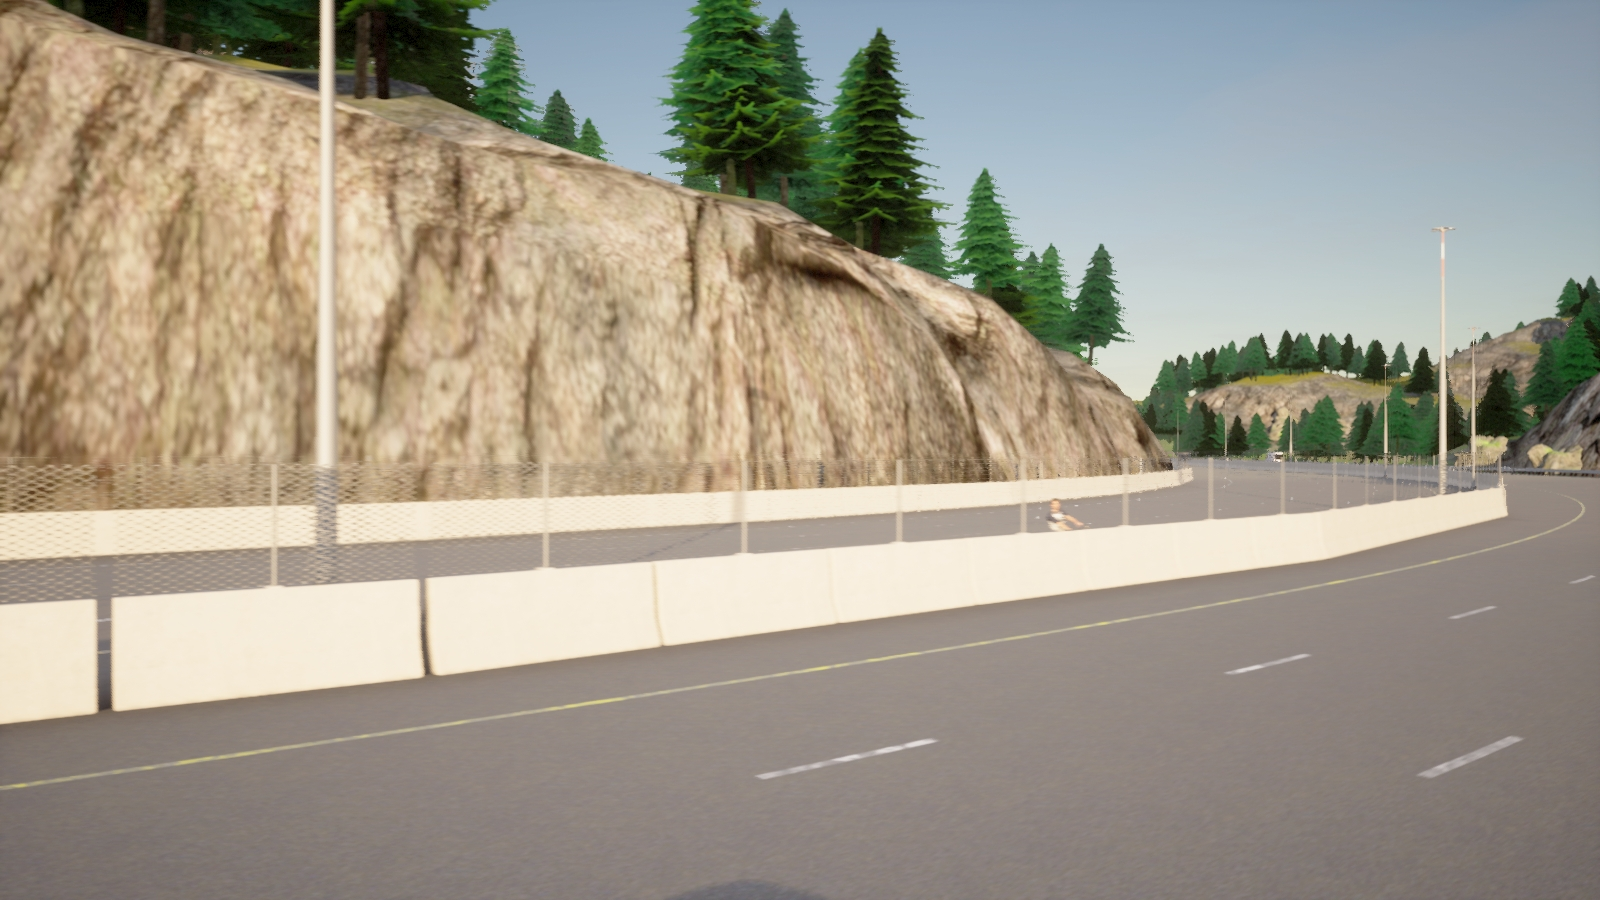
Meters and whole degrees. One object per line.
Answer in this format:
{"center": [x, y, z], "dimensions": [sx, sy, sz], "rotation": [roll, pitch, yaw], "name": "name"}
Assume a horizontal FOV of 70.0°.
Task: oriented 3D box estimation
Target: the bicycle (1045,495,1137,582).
{"center": [6.269, 1.929, 24.718], "dimensions": [0.373, 1.514, 1.643], "rotation": [-20, -6, -33], "name": "bicycle"}
